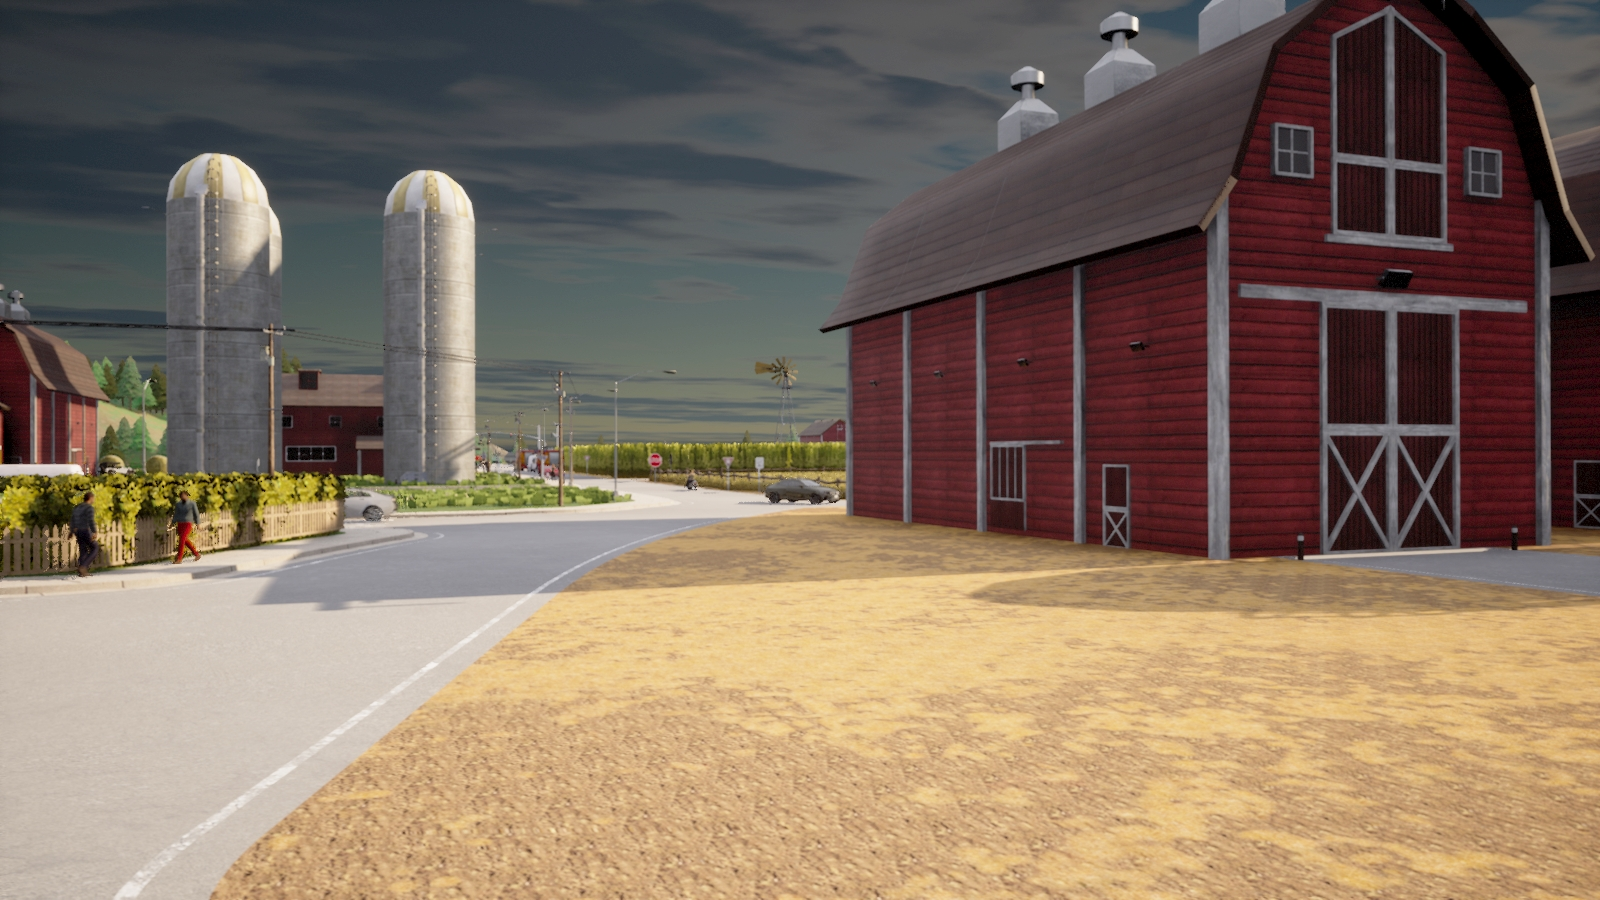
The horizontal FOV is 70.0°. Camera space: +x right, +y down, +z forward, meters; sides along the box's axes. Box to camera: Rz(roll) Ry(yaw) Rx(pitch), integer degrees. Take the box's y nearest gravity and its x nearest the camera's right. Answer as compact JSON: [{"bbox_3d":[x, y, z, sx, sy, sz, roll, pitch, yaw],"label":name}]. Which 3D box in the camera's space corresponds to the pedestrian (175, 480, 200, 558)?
[{"bbox_3d":[-14.745,1.647,27.493,0.375,1.860,0.375,0,0,6],"label":"pedestrian"}]

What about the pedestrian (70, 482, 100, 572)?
[{"bbox_3d":[-15.049,1.612,24.048,0.375,1.860,0.375,0,0,23],"label":"pedestrian"}]

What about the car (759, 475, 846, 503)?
[{"bbox_3d":[0.112,2.194,64.740,4.674,1.442,2.002,0,0,36],"label":"car"}]

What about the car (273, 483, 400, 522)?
[{"bbox_3d":[-19.704,2.206,48.656,4.902,1.511,2.128,0,0,-22],"label":"car"}]
